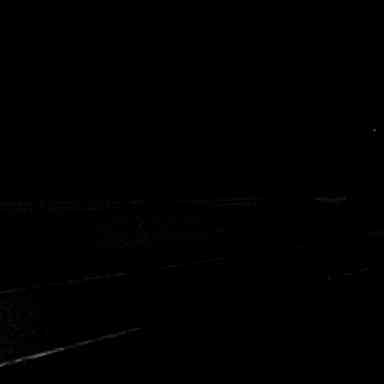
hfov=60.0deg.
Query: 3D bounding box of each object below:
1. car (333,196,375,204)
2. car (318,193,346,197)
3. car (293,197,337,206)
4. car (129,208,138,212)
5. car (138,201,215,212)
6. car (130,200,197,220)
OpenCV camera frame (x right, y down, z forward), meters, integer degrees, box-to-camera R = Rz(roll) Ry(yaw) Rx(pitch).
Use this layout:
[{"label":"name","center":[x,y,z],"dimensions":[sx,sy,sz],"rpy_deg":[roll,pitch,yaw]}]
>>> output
[{"label":"car","center":[16.377,1.403,32.760],"dimensions":[5.008,1.535,1.882],"rpy_deg":[0,0,-35]},{"label":"car","center":[17.415,1.120,42.024],"dimensions":[5.566,2.045,2.150],"rpy_deg":[0,0,-35]},{"label":"car","center":[12.539,1.512,34.342],"dimensions":[4.718,1.301,1.895],"rpy_deg":[0,0,-35]},{"label":"car","center":[-2.527,1.474,23.660],"dimensions":[4.181,1.385,1.994],"rpy_deg":[0,0,-35]},{"label":"car","center":[-0.605,1.430,20.732],"dimensions":[4.892,1.490,1.837],"rpy_deg":[0,0,-35]},{"label":"car","center":[-2.336,1.443,28.083],"dimensions":[5.357,1.411,2.033],"rpy_deg":[0,0,-35]}]
